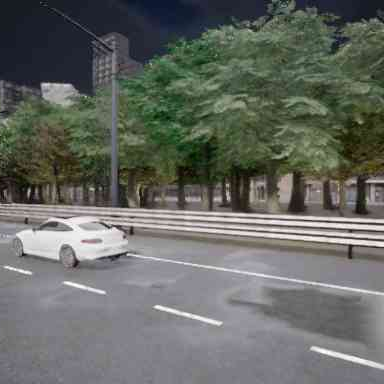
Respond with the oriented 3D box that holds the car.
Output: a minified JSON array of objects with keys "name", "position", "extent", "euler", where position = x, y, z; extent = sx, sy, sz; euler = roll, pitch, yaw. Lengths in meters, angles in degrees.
[{"name":"car","position":[-4.134,1.537,11.111],"extent":[4.674,1.442,1.812],"euler":[0,0,35]}]
